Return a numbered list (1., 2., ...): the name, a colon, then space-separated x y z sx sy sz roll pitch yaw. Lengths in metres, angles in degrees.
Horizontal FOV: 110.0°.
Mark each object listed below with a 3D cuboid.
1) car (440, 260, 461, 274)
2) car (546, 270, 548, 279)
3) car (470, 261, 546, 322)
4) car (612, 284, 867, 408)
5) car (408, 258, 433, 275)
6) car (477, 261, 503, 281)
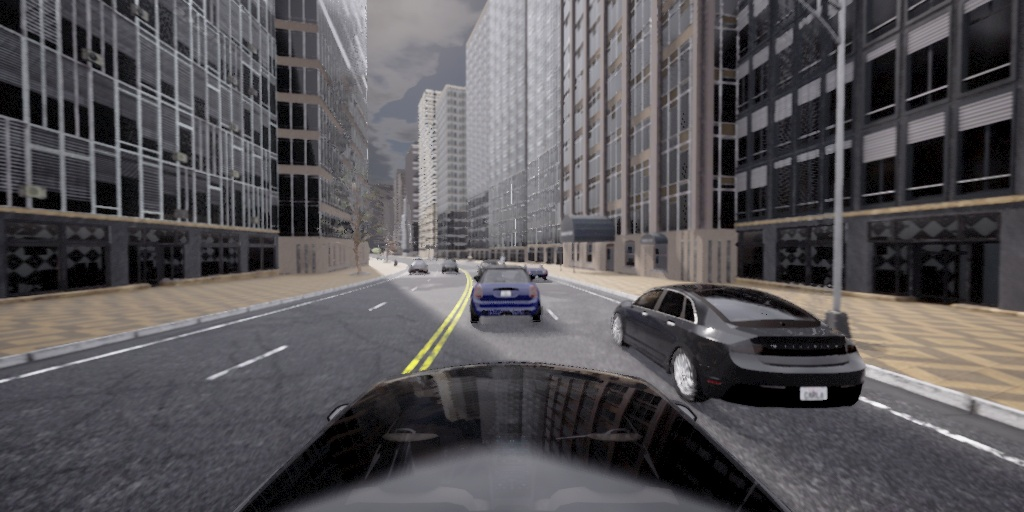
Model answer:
1. car: -6.772 1.174 39.388 1.837 1.490 4.892 0 0 -10
2. car: 1.551 1.264 29.064 1.895 1.301 4.718 0 0 -7
3. car: -0.263 1.074 12.285 2.097 1.767 4.553 0 0 -2
4. car: 3.215 1.234 6.297 1.837 1.490 4.892 0 0 -1
5. car: -9.828 1.236 38.114 2.033 1.411 5.357 0 0 -10
6. car: -1.943 1.178 30.592 1.837 1.490 4.892 0 0 -7
